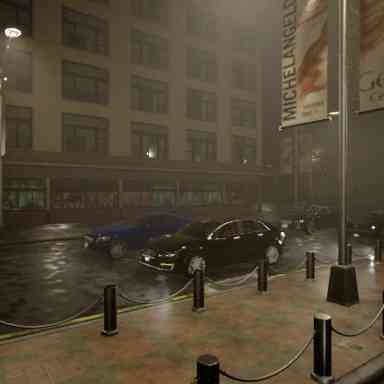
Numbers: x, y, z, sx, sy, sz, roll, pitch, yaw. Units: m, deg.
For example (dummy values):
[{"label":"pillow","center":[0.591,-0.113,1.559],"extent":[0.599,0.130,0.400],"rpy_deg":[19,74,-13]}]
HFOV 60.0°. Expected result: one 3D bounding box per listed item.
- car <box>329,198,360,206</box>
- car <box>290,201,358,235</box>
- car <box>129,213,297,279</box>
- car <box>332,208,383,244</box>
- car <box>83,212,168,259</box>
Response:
[{"label":"car","center":[19.870,1.491,44.564],"extent":[2.128,1.511,4.902],"rpy_deg":[0,0,-39]},{"label":"car","center":[6.851,1.492,18.746],"extent":[4.902,1.511,2.128],"rpy_deg":[0,0,-35]},{"label":"car","center":[0.797,1.506,10.108],"extent":[4.892,1.490,1.837],"rpy_deg":[0,0,-36]},{"label":"car","center":[9.076,1.601,16.036],"extent":[4.718,1.301,1.895],"rpy_deg":[0,0,-35]},{"label":"car","center":[-1.686,1.526,12.641],"extent":[4.674,1.442,1.812],"rpy_deg":[0,0,-35]}]
